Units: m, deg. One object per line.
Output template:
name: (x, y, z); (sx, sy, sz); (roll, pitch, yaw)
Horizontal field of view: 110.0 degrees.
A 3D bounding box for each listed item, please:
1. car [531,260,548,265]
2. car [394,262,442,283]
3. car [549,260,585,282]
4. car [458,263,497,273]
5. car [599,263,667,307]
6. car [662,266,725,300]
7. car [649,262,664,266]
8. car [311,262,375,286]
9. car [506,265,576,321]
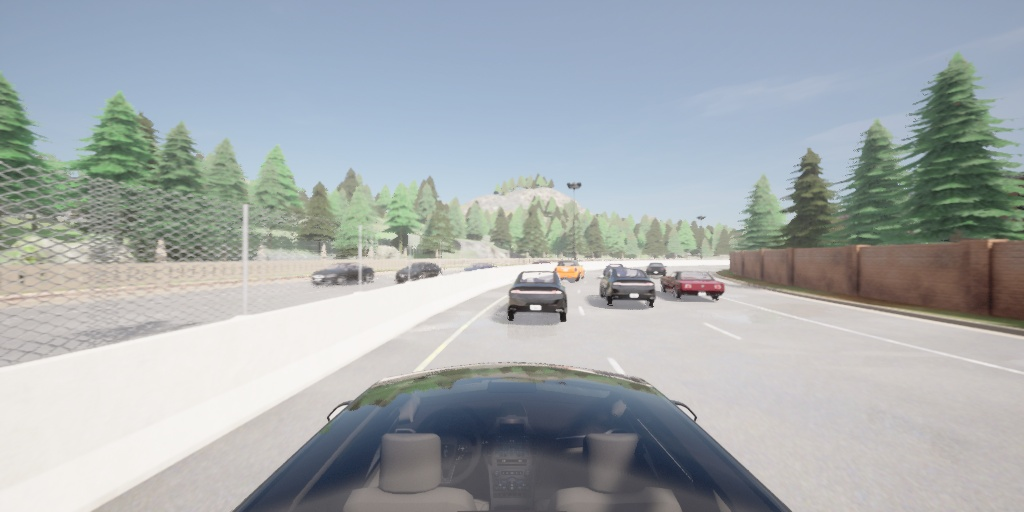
car: (4.925, 1.336, 62.308); (1.994, 1.385, 4.181); (0, 0, 34)
car: (-7.044, 1.224, 27.419); (1.837, 1.490, 4.892); (0, 0, 15)
car: (4.822, 1.124, 29.962); (2.097, 1.767, 4.553); (0, 0, 18)
car: (-2.734, 1.285, 30.162); (2.033, 1.411, 5.357); (0, 0, 17)
car: (4.951, 1.264, 15.769); (2.128, 1.511, 4.902); (0, 0, 9)
car: (8.866, 1.390, 18.085); (1.895, 1.301, 4.718); (0, 0, 11)
car: (14.073, 1.339, 34.988); (1.812, 1.442, 4.674); (0, 0, 22)
car: (-11.363, 1.191, 24.453); (2.128, 1.511, 4.902); (0, 0, 13)
car: (0.952, 1.246, 12.537); (2.128, 1.511, 4.902); (0, 0, 7)
